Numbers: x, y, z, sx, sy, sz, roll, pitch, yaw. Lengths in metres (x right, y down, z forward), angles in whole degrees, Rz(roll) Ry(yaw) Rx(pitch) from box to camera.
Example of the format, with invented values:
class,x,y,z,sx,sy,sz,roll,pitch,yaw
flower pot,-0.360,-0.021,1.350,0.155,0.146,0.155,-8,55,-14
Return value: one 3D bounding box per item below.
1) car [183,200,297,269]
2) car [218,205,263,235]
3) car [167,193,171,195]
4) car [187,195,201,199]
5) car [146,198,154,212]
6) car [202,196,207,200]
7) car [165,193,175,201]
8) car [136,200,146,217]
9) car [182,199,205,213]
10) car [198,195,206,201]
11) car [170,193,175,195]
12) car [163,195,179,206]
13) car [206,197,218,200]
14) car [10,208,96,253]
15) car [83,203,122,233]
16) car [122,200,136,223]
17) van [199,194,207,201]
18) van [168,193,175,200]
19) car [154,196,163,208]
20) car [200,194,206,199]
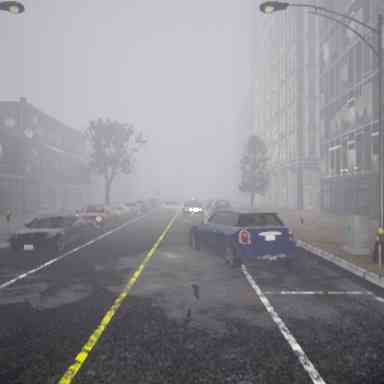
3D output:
class,x,y,z,sx,sy,sz,roll,pitch,yaw
car,1.510,1.341,11.540,2.097,1.767,4.553,0,0,-20
car,2.664,1.550,19.353,1.947,1.339,4.313,1,0,0
car,-5.694,1.504,64.559,2.008,1.369,4.403,1,0,0
car,0.084,1.524,53.932,1.994,1.385,4.181,0,0,0
car,-5.687,1.517,36.338,1.887,1.381,4.507,1,0,0
car,2.659,1.534,41.930,1.947,1.339,4.313,1,0,0
car,-5.695,1.256,87.135,2.192,1.841,5.009,1,0,0
car,-5.686,1.558,30.694,1.802,1.307,4.206,1,0,0
car,0.084,1.576,31.209,1.895,1.301,4.718,0,0,0
car,2.648,1.506,87.082,1.947,1.339,4.313,1,0,0
car,-5.698,1.525,81.491,1.802,1.307,4.206,1,0,0
car,-3.065,1.526,52.121,1.994,1.385,4.181,0,0,0
car,2.663,1.416,30.641,1.967,1.590,4.097,1,0,0
car,-5.682,1.554,13.762,1.947,1.339,4.313,1,0,0
car,-5.681,1.424,19.406,1.967,1.590,4.097,1,0,0
car,-5.684,1.505,24.880,1.752,1.417,4.829,1,0,0
van,2.653,1.285,81.438,1.690,1.788,3.998,1,0,0
van,-5.697,1.279,92.779,1.690,1.788,3.998,1,0,0
car,-5.690,1.530,47.626,1.947,1.339,4.313,1,0,0
car,2.655,1.482,59.032,1.752,1.417,4.829,1,0,0
